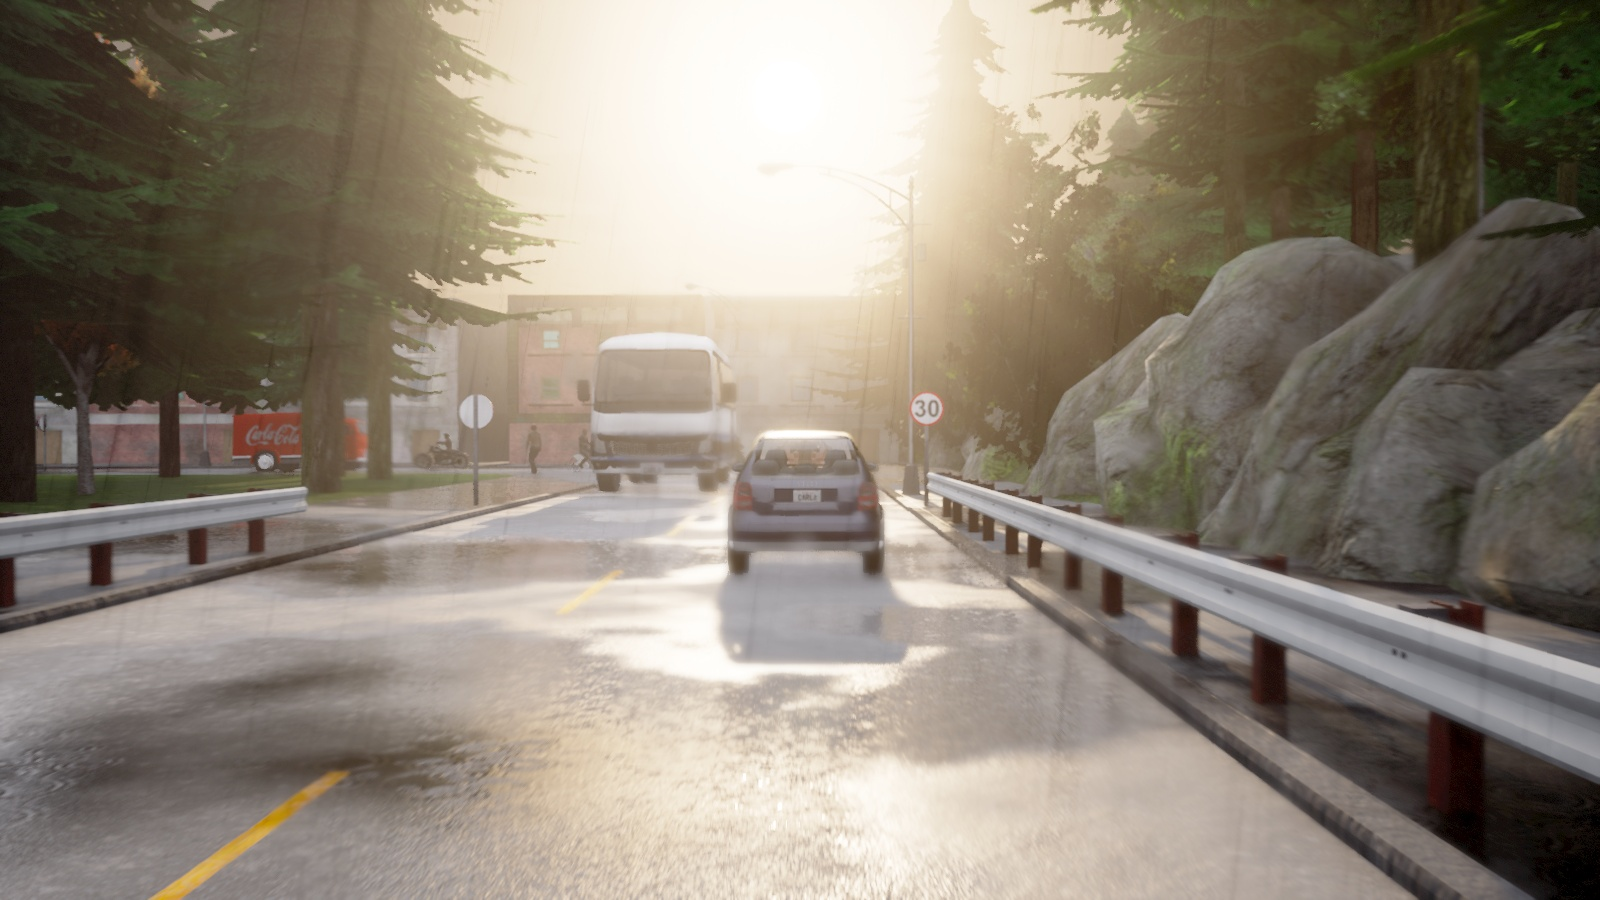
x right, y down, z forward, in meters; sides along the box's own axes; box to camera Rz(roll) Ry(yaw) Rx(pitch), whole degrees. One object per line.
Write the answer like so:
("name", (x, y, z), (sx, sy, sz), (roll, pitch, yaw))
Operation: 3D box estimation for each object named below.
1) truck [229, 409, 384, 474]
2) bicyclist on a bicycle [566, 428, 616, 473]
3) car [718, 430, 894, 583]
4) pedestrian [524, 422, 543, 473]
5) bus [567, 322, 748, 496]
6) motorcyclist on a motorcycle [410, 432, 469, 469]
("truck", (-20.042, -0.357, 51.210), (5.204, 2.467, 2.627), (-1, 1, 1))
("bicyclist on a bicycle", (-8.339, 0.006, 50.103), (1.843, 1.776, 0.659), (0, 3, 25))
("car", (0.069, 0.548, 14.672), (1.789, 1.549, 3.705), (0, 1, 0))
("pedestrian", (-9.466, -0.090, 44.557), (0.328, 1.805, 0.869), (0, 1, -37))
("bus", (-3.707, -1.067, 35.909), (3.944, 4.253, 10.273), (0, 1, 0))
("motorcyclist on a motorcycle", (-15.850, 0.018, 55.189), (2.350, 1.649, 0.766), (0, 1, 1))
